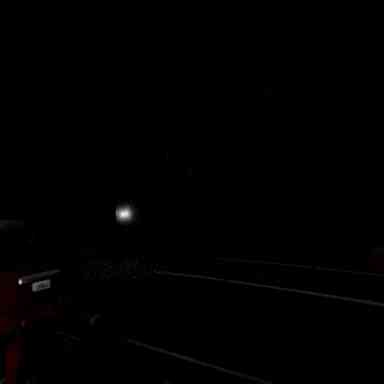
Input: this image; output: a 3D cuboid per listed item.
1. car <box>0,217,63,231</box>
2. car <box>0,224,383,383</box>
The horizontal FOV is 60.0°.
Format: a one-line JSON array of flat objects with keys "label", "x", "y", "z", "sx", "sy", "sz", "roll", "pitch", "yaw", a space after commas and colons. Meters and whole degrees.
[{"label": "car", "x": -3.990, "y": 1.377, "z": 5.917, "sx": 5.009, "sy": 1.841, "sz": 2.192, "roll": -1, "pitch": 0, "yaw": 36}, {"label": "car", "x": 0.556, "y": 1.325, "z": 2.670, "sx": 5.009, "sy": 1.841, "sz": 2.192, "roll": -1, "pitch": 0, "yaw": 36}]
